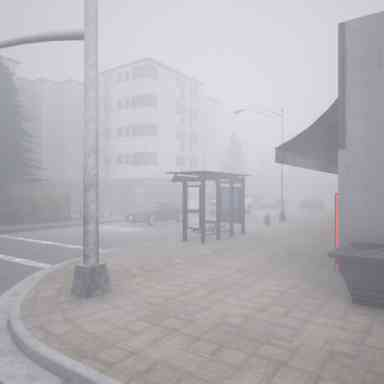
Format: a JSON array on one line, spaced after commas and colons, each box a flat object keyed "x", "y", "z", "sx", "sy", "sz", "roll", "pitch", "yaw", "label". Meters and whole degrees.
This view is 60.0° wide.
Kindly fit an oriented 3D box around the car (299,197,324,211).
[{"x": 13.751, "y": 1.329, "z": 38.192, "sx": 1.837, "sy": 1.490, "sz": 4.892, "roll": 0, "pitch": 0, "yaw": 36, "label": "car"}]

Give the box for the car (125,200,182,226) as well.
[{"x": -2.307, "y": 1.328, "z": 22.164, "sx": 1.837, "sy": 1.490, "sz": 4.892, "roll": 0, "pitch": 0, "yaw": 36, "label": "car"}]

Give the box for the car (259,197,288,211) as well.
[{"x": 9.521, "y": 1.301, "z": 38.562, "sx": 1.882, "sy": 1.535, "sz": 5.008, "roll": 0, "pitch": 0, "yaw": 36, "label": "car"}]

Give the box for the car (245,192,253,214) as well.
[{"x": 3.578, "y": 1.045, "z": 30.347, "sx": 2.150, "sy": 2.045, "sz": 5.566, "roll": 0, "pitch": 0, "yaw": 36, "label": "car"}]
